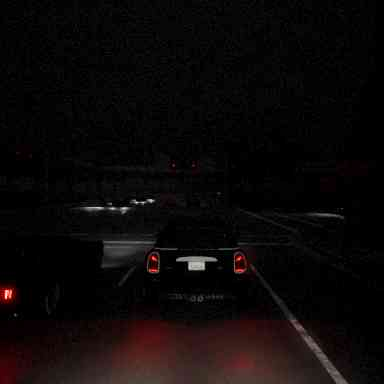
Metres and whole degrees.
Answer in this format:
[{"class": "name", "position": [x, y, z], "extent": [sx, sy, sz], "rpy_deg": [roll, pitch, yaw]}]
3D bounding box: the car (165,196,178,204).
[{"class": "car", "position": [-3.298, 1.359, 53.826], "extent": [1.882, 1.535, 5.008], "rpy_deg": [0, 1, 0]}]

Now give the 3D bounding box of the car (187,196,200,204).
[{"class": "car", "position": [0.195, 1.397, 50.185], "extent": [1.882, 1.535, 5.008], "rpy_deg": [0, 1, 0]}]

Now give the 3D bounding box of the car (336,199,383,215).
[{"class": "car", "position": [16.744, 1.505, 32.771], "extent": [4.892, 1.490, 1.837], "rpy_deg": [0, 0, -1]}]

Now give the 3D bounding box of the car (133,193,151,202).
[{"class": "car", "position": [-10.372, 1.246, 68.621], "extent": [2.033, 1.411, 5.357], "rpy_deg": [0, 1, 0]}]

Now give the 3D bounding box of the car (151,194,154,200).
[{"class": "car", "position": [-10.351, 1.097, 79.731], "extent": [1.895, 1.301, 4.718], "rpy_deg": [0, 1, 0]}]

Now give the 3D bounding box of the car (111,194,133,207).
[{"class": "car", "position": [-10.464, 1.405, 48.925], "extent": [1.882, 1.535, 5.008], "rpy_deg": [0, 0, 0]}]

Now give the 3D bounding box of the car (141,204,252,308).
[{"class": "car", "position": [0.095, 1.352, 8.108], "extent": [2.097, 1.767, 4.553], "rpy_deg": [0, 0, 0]}]

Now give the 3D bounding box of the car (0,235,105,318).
[{"class": "car", "position": [-3.405, 1.601, 7.381], "extent": [1.895, 1.301, 4.718], "rpy_deg": [0, 0, 0]}]

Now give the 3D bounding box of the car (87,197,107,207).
[{"class": "car", "position": [-14.001, 1.490, 49.206], "extent": [1.994, 1.385, 4.181], "rpy_deg": [0, 0, 0]}]

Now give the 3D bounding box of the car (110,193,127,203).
[{"class": "car", "position": [-13.931, 1.127, 63.120], "extent": [2.097, 1.767, 4.553], "rpy_deg": [0, 1, 1]}]
